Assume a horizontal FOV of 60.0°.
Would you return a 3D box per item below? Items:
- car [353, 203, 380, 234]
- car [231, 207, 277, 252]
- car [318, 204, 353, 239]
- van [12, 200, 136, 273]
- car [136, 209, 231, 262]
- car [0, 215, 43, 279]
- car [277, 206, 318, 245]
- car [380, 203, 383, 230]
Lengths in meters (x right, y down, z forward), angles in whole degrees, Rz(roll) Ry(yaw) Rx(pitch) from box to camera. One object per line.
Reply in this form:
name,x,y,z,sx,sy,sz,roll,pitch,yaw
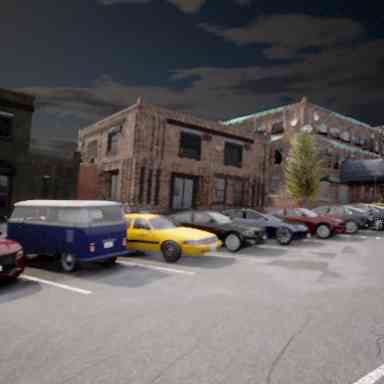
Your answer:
car,7.798,1.501,19.191,4.892,1.521,2.231,-1,-1,34
car,0.680,1.486,14.004,5.008,1.535,2.097,-1,-1,34
car,5.420,1.495,17.472,5.008,1.535,2.097,-1,-1,34
van,-4.149,1.252,10.589,4.442,1.987,1.878,-1,-1,34
car,-1.528,1.476,12.158,5.366,1.575,1.946,-1,-1,34
car,-6.423,1.472,8.783,5.008,1.535,2.097,-1,-1,34
car,3.078,1.520,15.715,4.792,1.488,2.163,-1,-1,34
car,10.170,1.505,20.915,4.892,1.521,2.231,-1,-1,34
